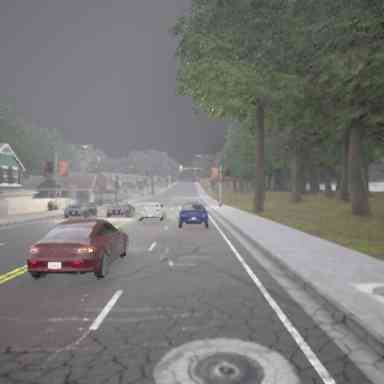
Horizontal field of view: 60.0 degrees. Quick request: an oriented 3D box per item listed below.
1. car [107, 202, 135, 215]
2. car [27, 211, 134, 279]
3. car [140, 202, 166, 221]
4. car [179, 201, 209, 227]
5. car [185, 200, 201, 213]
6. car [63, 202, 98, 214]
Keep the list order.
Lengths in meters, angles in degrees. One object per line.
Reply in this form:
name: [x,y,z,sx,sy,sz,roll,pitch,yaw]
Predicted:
car: [-6.521,1.602,30.737,1.994,1.385,4.181,0,0,0]
car: [-3.147,1.517,9.921,1.812,1.442,4.674,0,0,0]
car: [-3.146,1.549,27.375,1.812,1.442,4.674,0,0,0]
car: [0.104,1.485,22.754,1.882,1.535,5.008,0,0,0]
car: [0.105,1.681,39.846,1.895,1.301,4.718,0,0,0]
car: [-9.785,1.596,29.462,1.994,1.385,4.181,0,0,1]
